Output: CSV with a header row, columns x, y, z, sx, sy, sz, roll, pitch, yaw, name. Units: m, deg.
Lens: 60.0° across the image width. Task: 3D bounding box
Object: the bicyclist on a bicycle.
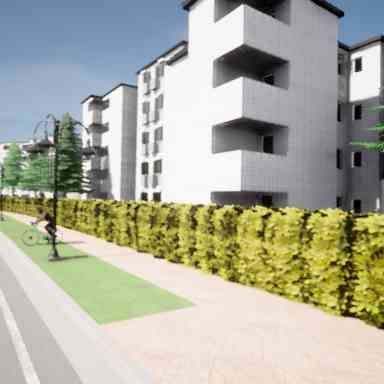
x,y,z,sx,sy,sz,roll,pitch,yaw,name
-6.394,1.486,14.321,1.656,1.620,0.582,2,-1,-35,bicyclist on a bicycle
